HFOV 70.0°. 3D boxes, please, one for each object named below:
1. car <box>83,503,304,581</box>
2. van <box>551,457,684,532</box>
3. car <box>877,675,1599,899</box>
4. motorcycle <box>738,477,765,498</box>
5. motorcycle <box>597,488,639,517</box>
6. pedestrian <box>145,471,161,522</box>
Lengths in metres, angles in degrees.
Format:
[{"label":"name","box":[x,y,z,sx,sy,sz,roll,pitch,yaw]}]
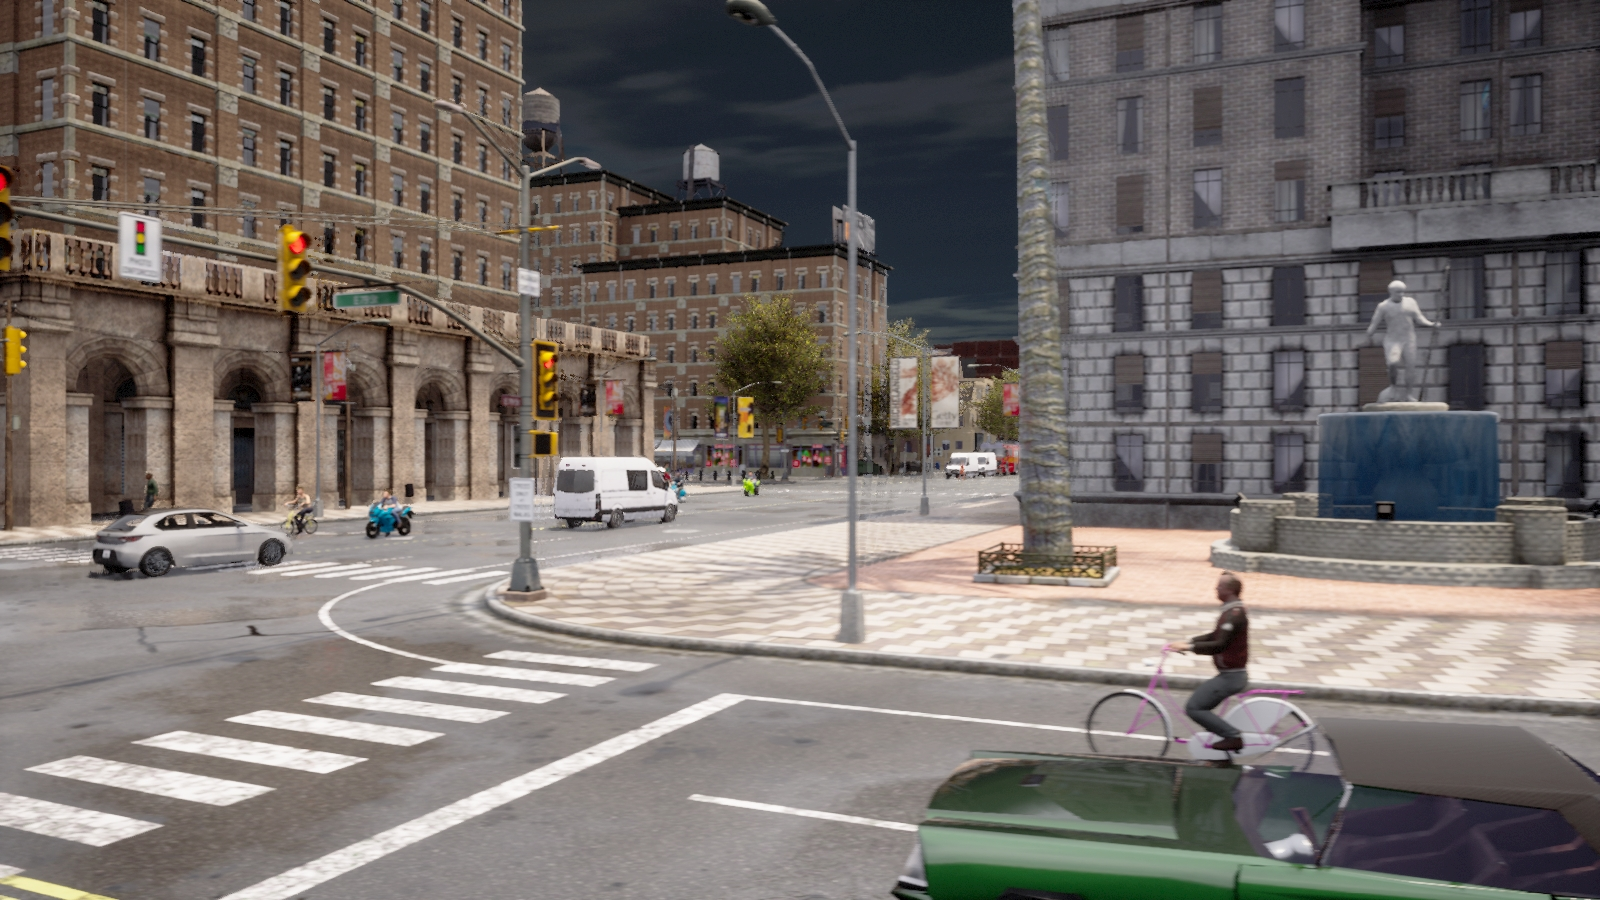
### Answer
[{"label":"car","box":[-14.038,2.070,26.679,1.816,1.474,4.193,0,0,32]},{"label":"van","box":[-6.639,1.540,42.409,1.988,2.561,5.915,0,0,24]},{"label":"car","box":[2.936,2.156,6.005,4.718,1.301,1.895,0,0,19]},{"label":"motorcycle","box":[-2.896,2.222,68.293,0.803,1.145,2.033,0,0,23]},{"label":"motorcycle","box":[-7.781,2.220,48.958,0.803,1.145,2.033,0,0,22]},{"label":"pedestrian","box":[-23.686,1.704,41.824,0.375,1.860,0.375,0,0,27]}]
